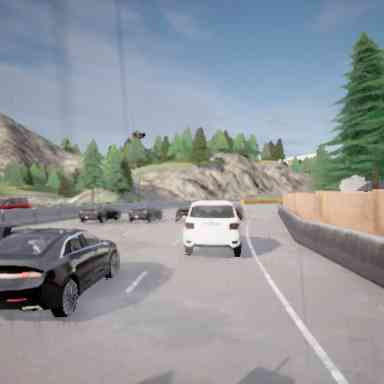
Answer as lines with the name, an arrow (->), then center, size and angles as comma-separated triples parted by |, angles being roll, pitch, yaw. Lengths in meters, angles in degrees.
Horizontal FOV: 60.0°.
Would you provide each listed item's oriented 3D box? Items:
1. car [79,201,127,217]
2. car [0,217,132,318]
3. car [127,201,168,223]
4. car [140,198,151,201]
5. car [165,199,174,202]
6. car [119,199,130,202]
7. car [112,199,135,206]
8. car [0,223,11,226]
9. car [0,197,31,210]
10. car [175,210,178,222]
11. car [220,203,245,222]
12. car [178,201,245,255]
car -> -7.594, 1.782, 27.823 | 2.128, 1.511, 4.902 | 0, -1, 11
car -> -3.079, 1.569, 7.597 | 2.128, 1.511, 4.902 | 0, -1, 3
car -> -3.882, 1.802, 28.602 | 2.128, 1.511, 4.902 | 0, -1, 11
car -> -9.847, 2.087, 67.776 | 2.097, 1.767, 4.553 | 0, -1, 23
car -> -4.928, 2.284, 70.043 | 1.812, 1.442, 4.674 | 0, -1, 24
car -> -13.864, 2.235, 67.292 | 2.128, 1.511, 4.902 | 0, -1, 23
car -> -15.023, 2.305, 73.255 | 2.033, 1.411, 5.357 | 0, -1, 24
car -> -6.341, 1.709, 11.255 | 1.895, 1.301, 4.718 | 0, -1, 4
car -> -17.791, 1.521, 31.519 | 2.150, 2.045, 5.566 | 0, -1, 11
car -> -0.146, 1.836, 29.437 | 1.837, 1.490, 4.892 | 0, -1, 12
car -> 3.949, 1.847, 31.745 | 1.882, 1.535, 5.008 | 0, -1, 13
car -> 0.959, 1.385, 14.207 | 2.150, 2.045, 5.566 | 0, -1, 6
